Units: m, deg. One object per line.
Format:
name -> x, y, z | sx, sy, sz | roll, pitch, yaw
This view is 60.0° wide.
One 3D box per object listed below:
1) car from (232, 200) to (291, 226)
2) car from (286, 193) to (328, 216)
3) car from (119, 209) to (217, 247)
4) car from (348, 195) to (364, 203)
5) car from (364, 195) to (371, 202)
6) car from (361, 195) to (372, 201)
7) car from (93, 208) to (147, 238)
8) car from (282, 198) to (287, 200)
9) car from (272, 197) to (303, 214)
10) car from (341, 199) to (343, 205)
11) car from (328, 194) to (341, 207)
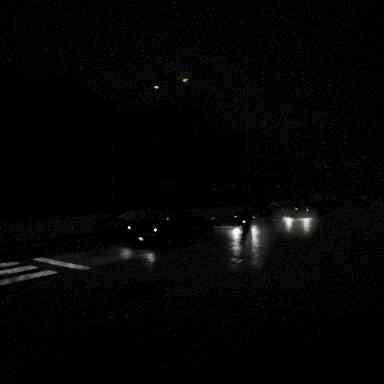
car -> 4.828, 1.493, 23.189 | 2.033, 1.411, 5.357 | 0, 0, 35
car -> 10.894, 1.157, 31.807 | 2.150, 2.045, 5.566 | 0, 0, 35
car -> -0.796, 1.564, 15.194 | 1.895, 1.301, 4.718 | 0, 0, 35
car -> 33.043, 1.507, 67.759 | 1.947, 1.339, 4.313 | 0, 0, 35
car -> 39.476, 1.485, 76.915 | 1.752, 1.417, 4.829 | 0, 0, 35
car -> 42.839, 1.517, 81.700 | 1.887, 1.381, 4.507 | 0, 0, 35
car -> -2.875, 1.515, 16.642 | 2.008, 1.369, 4.403 | 0, 0, 35
car -> 6.920, 1.521, 30.582 | 1.802, 1.307, 4.206 | 0, 0, 35
car -> 10.185, 1.377, 35.230 | 1.967, 1.590, 4.097 | 0, 0, 35
car -> 23.248, 1.498, 53.818 | 1.947, 1.339, 4.313 | 0, 0, 35
car -> 19.981, 1.248, 49.171 | 2.192, 1.841, 5.009 | 0, 0, 35
